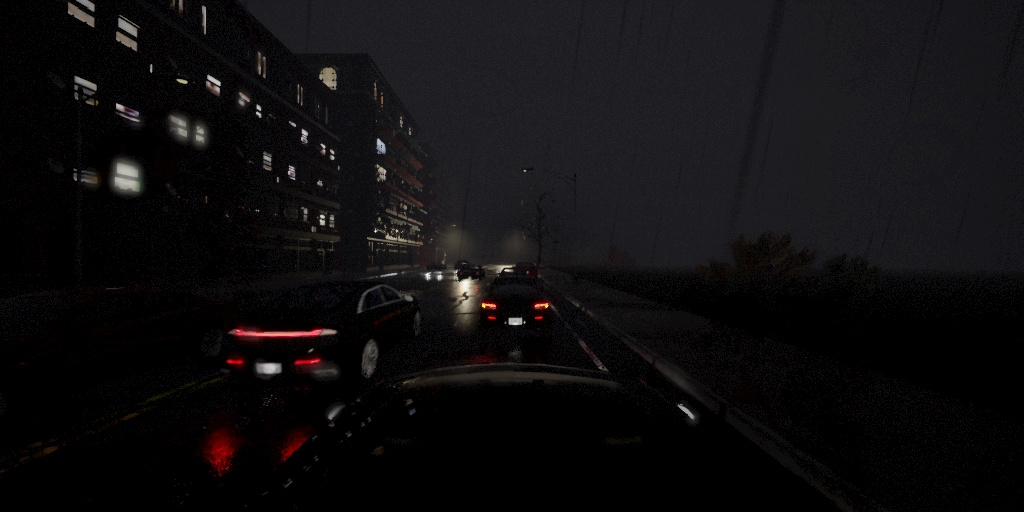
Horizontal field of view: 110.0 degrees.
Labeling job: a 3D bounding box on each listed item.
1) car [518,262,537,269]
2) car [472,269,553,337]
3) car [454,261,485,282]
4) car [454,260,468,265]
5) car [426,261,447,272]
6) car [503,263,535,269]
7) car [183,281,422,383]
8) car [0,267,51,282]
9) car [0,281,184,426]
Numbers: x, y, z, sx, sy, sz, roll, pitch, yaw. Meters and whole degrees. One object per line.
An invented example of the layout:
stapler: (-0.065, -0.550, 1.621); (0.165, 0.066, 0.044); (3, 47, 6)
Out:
car: (1.068, 1.232, 29.919); (1.882, 1.535, 5.008); (0, 0, 0)
car: (0.071, 1.277, 10.224); (1.812, 1.442, 4.674); (0, 0, 0)
car: (-3.220, 1.355, 29.319); (1.895, 1.301, 4.718); (0, 0, 0)
car: (-6.714, 1.258, 48.681); (1.837, 1.490, 4.892); (0, 0, 0)
car: (-9.963, 1.354, 47.477); (1.895, 1.301, 4.718); (0, 0, 0)
car: (0.055, 1.317, 20.391); (1.994, 1.385, 4.181); (0, 0, 0)
car: (-3.164, 1.243, 7.085); (2.128, 1.511, 4.902); (0, 0, 0)
car: (-9.860, 1.103, 5.530); (2.097, 1.767, 4.553); (0, 0, 0)
car: (-6.609, 1.228, 5.369); (1.882, 1.535, 5.008); (0, 0, 0)
